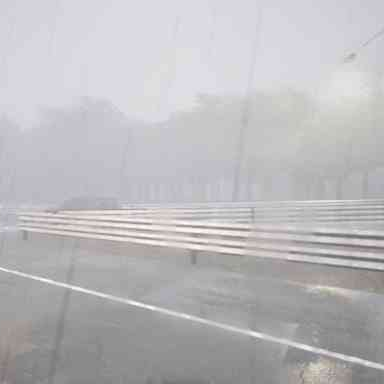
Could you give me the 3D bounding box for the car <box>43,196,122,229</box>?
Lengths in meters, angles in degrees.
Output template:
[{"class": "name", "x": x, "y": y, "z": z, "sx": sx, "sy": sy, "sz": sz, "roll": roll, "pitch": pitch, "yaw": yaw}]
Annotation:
[{"class": "car", "x": -7.569, "y": 1.336, "z": 22.966, "sx": 5.566, "sy": 2.045, "sz": 2.150, "roll": -1, "pitch": 0, "yaw": 15}]
